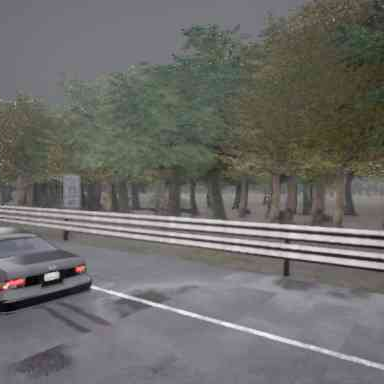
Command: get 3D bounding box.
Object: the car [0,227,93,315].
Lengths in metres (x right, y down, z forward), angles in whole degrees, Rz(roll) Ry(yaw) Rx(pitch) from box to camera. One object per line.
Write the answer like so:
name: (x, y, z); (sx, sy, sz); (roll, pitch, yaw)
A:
car: (-4.455, 1.492, 7.252); (5.357, 1.411, 2.033); (1, 0, 36)
